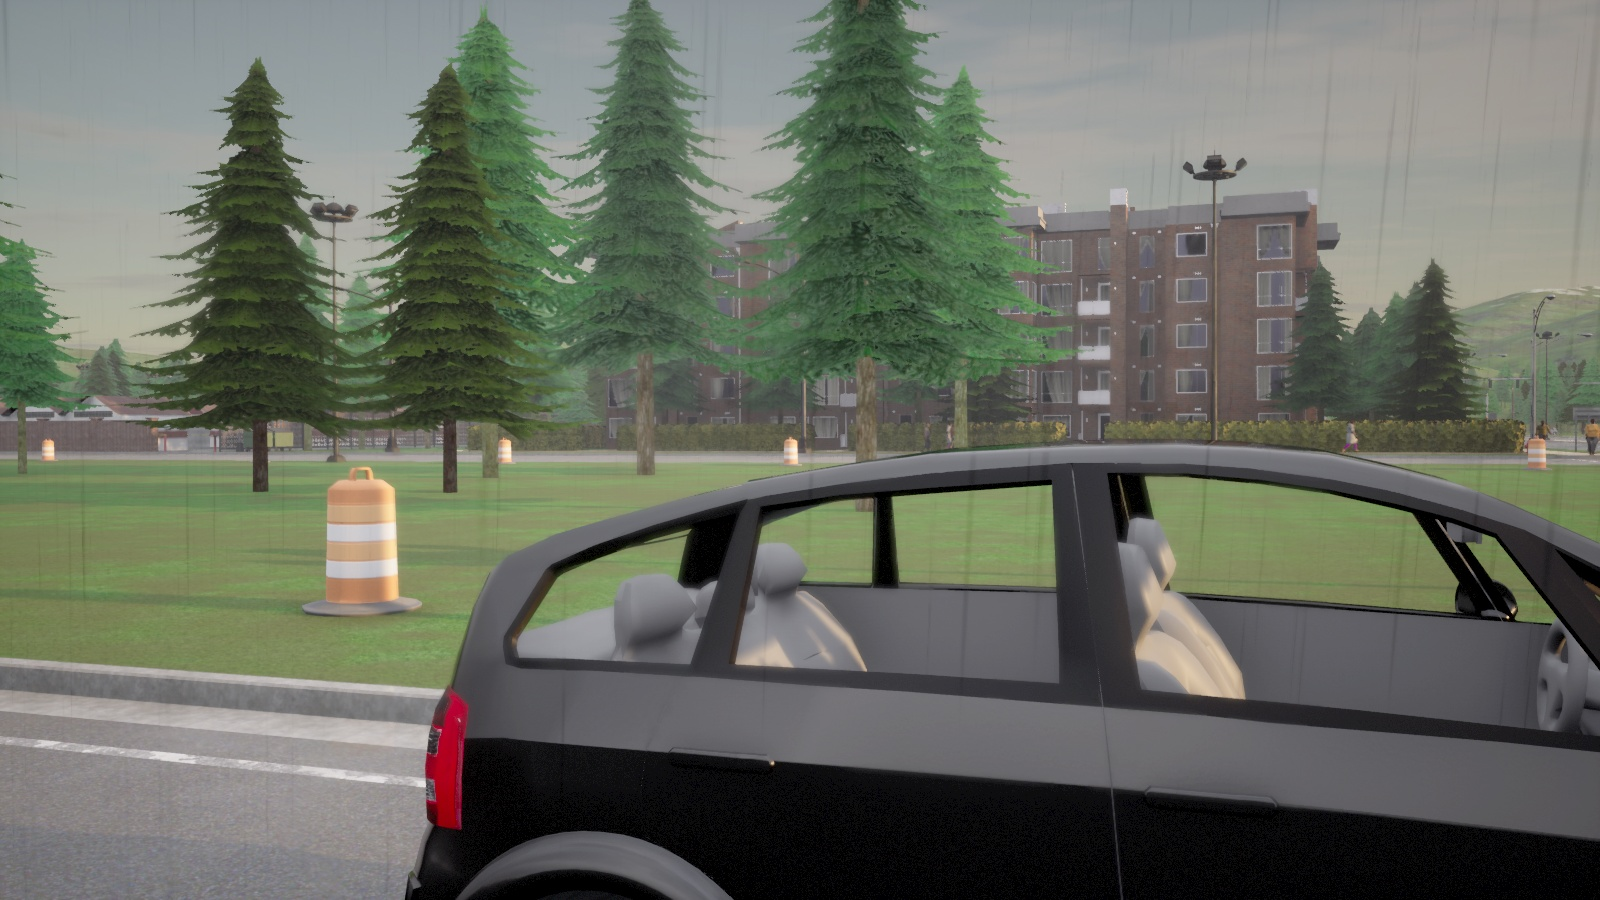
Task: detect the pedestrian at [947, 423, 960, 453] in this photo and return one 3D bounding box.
[{"bbox_3d":[9.369,-0.734,76.483,0.703,1.840,0.431,1,1,18],"label":"pedestrian"}]

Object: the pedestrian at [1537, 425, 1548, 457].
[{"bbox_3d":[41.811,-0.510,70.709,0.370,1.835,0.726,1,1,19],"label":"pedestrian"}]

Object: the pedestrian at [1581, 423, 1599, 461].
[{"bbox_3d":[39.128,-0.388,61.971,0.874,1.855,0.900,1,1,26],"label":"pedestrian"}]

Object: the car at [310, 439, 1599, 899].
[{"bbox_3d":[1.036,0.764,2.844,3.705,1.549,1.789,0,1,19],"label":"car"}]

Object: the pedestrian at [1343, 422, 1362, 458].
[{"bbox_3d":[30.531,-0.541,69.403,0.873,1.952,0.659,1,1,20],"label":"pedestrian"}]
